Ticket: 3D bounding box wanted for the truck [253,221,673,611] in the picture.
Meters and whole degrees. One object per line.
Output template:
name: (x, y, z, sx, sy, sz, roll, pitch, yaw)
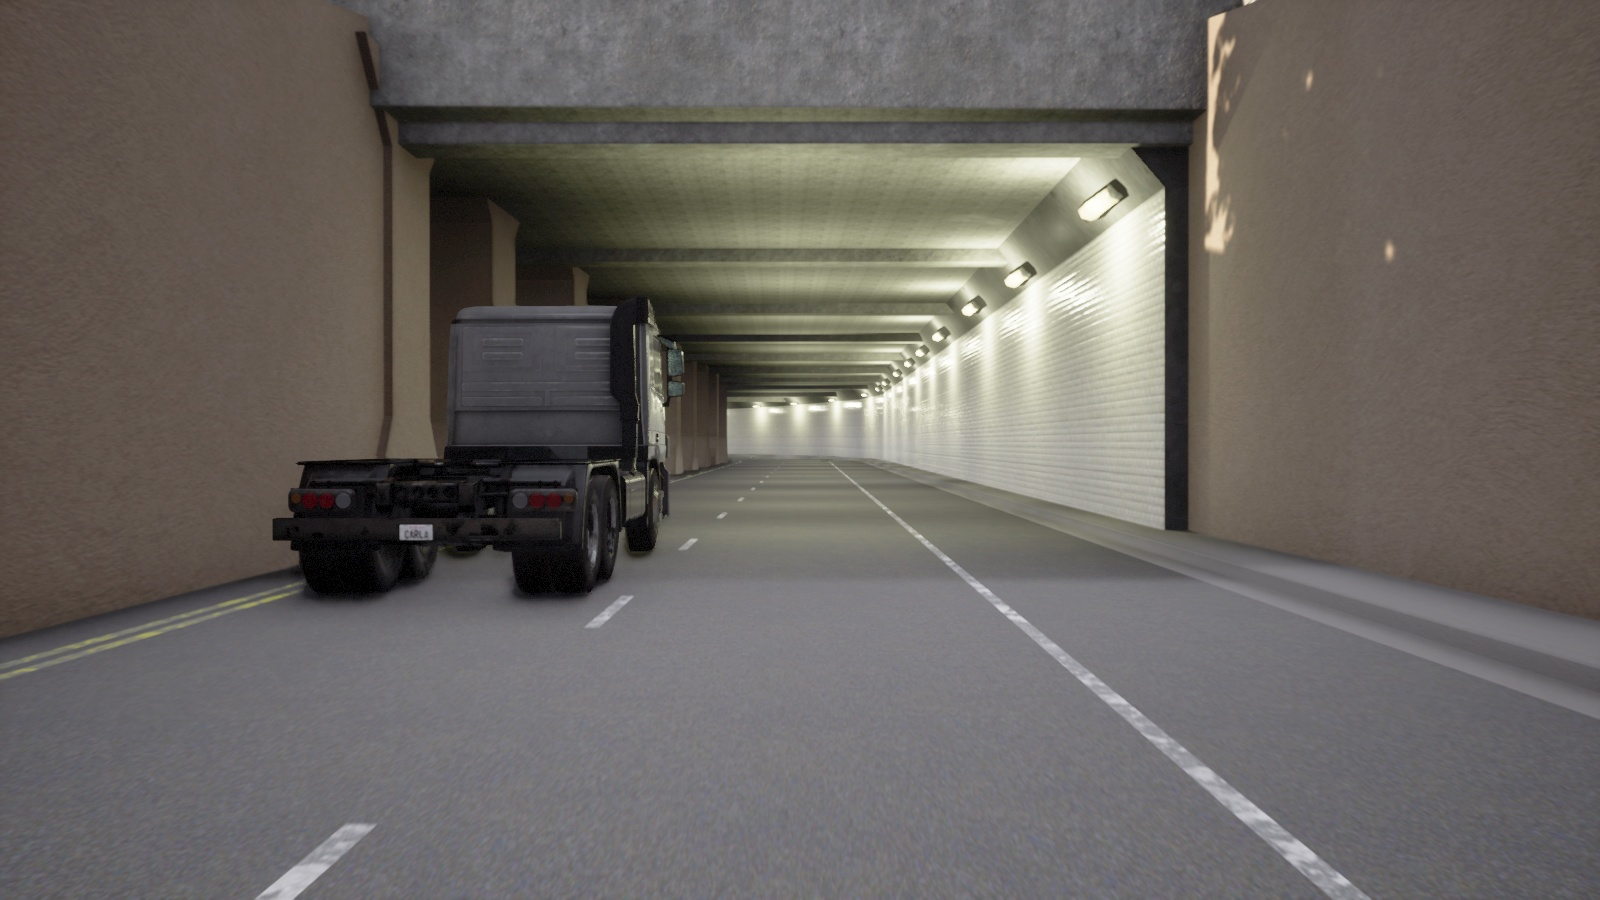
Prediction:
truck: (-3.400, -0.323, 15.142, 2.891, 3.462, 7.936, 0, 0, 0)
